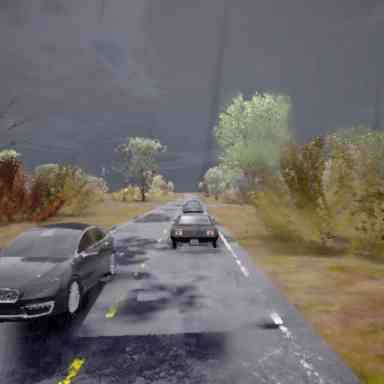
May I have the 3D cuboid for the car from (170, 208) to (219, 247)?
[{"bbox_3d":[0.098,1.600,14.947,1.895,1.301,4.718,0,0,0],"label":"car"}]

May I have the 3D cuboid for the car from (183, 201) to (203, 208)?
[{"bbox_3d":[0.097,1.557,32.037,1.994,1.385,4.181,0,0,0],"label":"car"}]

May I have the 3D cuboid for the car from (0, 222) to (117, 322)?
[{"bbox_3d":[-3.020,1.508,7.497,1.837,1.490,4.892,0,-1,0],"label":"car"}]
